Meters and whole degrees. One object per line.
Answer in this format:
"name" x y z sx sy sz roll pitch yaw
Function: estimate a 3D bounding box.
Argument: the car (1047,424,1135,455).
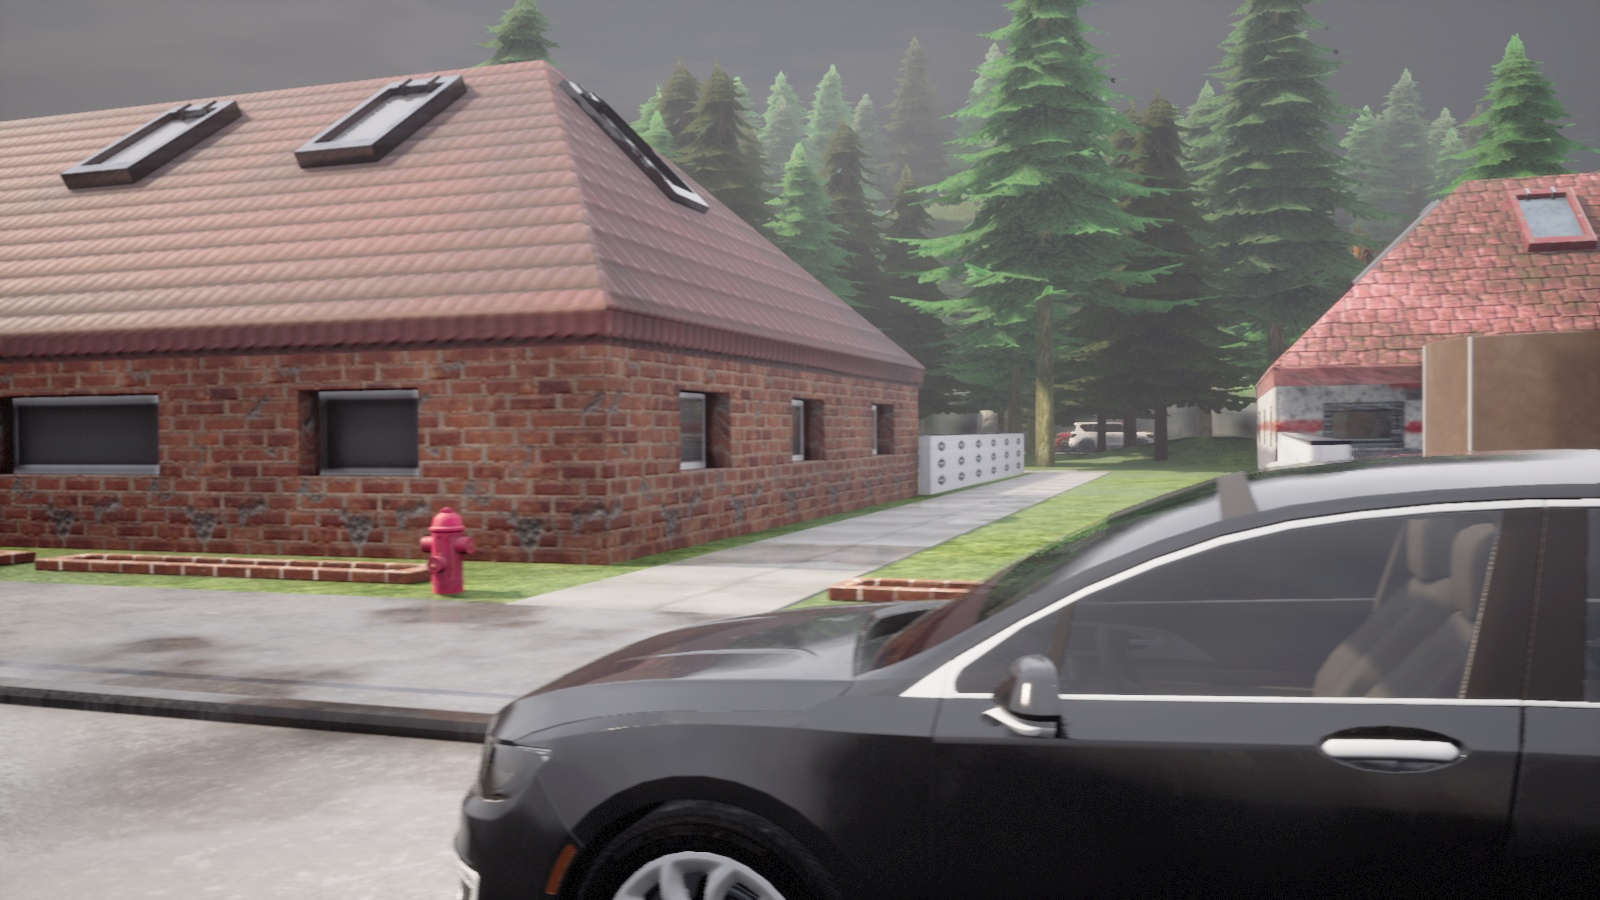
"car" 19.444 -0.691 83.872 5.566 2.045 2.150 0 1 19

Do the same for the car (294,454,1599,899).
"car" 1.329 0.786 3.272 4.892 1.490 1.837 0 1 19

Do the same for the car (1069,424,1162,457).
"car" 19.967 -0.623 79.475 5.566 2.045 2.150 0 1 19
